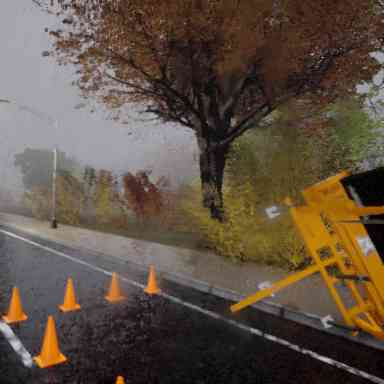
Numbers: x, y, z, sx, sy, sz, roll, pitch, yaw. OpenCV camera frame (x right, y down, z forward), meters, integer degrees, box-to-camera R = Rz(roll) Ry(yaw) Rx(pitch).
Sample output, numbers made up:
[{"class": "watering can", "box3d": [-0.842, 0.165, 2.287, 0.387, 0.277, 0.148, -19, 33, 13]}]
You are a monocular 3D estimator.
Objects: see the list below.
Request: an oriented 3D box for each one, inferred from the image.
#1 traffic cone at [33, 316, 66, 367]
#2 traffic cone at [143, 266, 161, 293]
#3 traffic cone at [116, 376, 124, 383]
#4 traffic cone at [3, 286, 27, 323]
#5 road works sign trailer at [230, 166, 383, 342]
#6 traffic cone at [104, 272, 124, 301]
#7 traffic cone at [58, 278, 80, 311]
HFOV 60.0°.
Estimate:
[{"class": "traffic cone", "box3d": [-1.967, 2.024, 4.613, 0.340, 0.580, 0.340, 2, -1, -40]}, {"class": "traffic cone", "box3d": [-0.971, 2.103, 8.076, 0.340, 0.580, 0.340, 2, -1, -40]}, {"class": "traffic cone", "box3d": [-0.675, 2.013, 3.087, 0.340, 0.580, 0.340, 2, -1, -40]}, {"class": "traffic cone", "box3d": [-3.259, 2.035, 6.139, 0.340, 0.580, 0.340, 2, -1, -40]}, {"class": "road works sign trailer", "box3d": [1.886, 1.056, 3.806, 2.880, 2.380, 3.560, -26, -4, -2]}, {"class": "traffic cone", "box3d": [-1.735, 2.080, 7.431, 0.340, 0.580, 0.340, 2, -1, -40]}, {"class": "traffic cone", "box3d": [-2.497, 2.058, 6.785, 0.340, 0.580, 0.340, 2, -1, -40]}]
